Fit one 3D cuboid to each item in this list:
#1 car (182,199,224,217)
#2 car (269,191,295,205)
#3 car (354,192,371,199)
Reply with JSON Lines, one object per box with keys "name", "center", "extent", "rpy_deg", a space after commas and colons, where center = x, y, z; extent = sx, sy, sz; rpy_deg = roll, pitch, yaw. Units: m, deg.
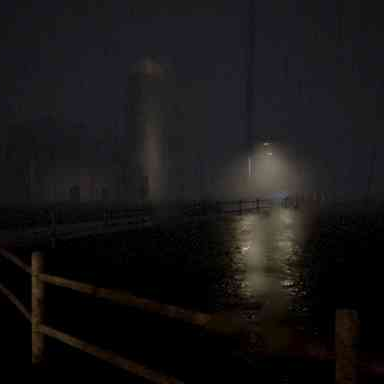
{"name": "car", "center": [0.993, 1.348, 28.539], "extent": [1.812, 1.442, 4.674], "rpy_deg": [-1, 0, 35]}
{"name": "car", "center": [13.844, 0.906, 50.881], "extent": [2.150, 2.045, 5.566], "rpy_deg": [-1, 0, 37]}
{"name": "car", "center": [39.361, 0.951, 77.644], "extent": [2.033, 1.411, 5.357], "rpy_deg": [-1, 0, 42]}
